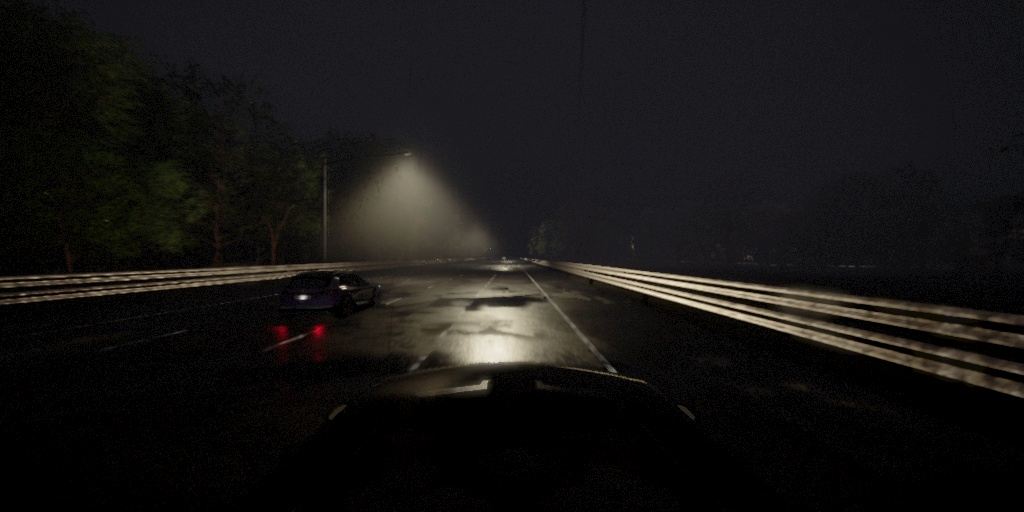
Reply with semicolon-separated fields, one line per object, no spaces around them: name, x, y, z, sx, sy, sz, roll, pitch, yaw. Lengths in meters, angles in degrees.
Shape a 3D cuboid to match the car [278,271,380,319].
car;-6.308;1.319;12.856;2.033;1.649;4.856;0;-1;-3
